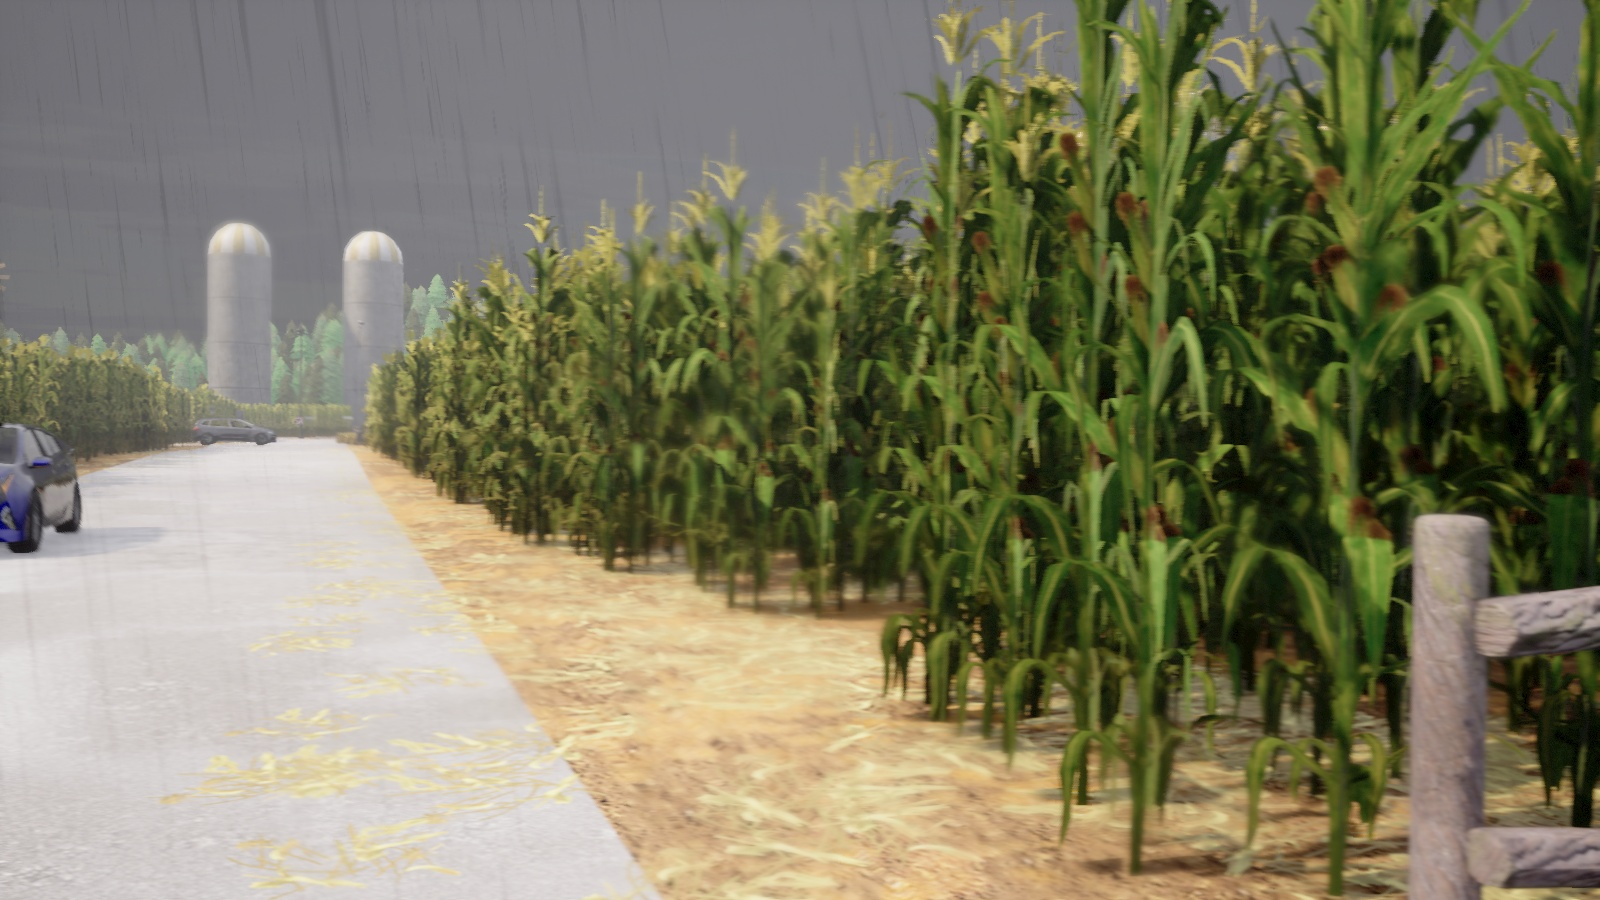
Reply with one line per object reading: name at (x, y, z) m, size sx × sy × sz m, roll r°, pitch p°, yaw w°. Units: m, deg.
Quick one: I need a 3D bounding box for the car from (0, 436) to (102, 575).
car at (-10.236, 0.601, 15.662) m, size 2.007 × 1.525 × 4.514 m, roll -1°, pitch 1°, yaw -21°

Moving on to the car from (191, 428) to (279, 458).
car at (-33.556, -0.440, 74.753) m, size 4.611 × 1.667 × 2.242 m, roll -1°, pitch 1°, yaw -21°
